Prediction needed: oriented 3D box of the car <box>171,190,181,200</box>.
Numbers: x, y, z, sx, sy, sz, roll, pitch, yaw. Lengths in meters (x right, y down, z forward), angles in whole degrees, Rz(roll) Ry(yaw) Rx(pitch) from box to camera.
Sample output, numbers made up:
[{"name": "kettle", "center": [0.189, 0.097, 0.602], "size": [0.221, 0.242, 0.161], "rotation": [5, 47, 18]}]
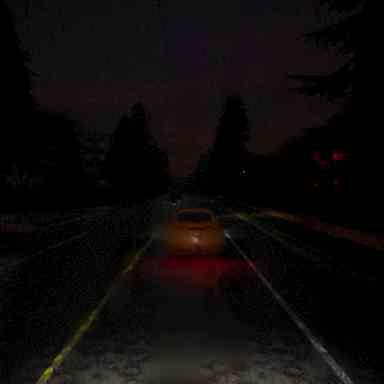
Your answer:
[{"name": "car", "center": [-3.452, 0.656, 69.219], "size": [2.150, 2.045, 5.566], "rotation": [0, 0, 0]}]

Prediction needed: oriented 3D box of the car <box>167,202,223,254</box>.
[{"name": "car", "center": [0.097, 1.370, 13.019], "size": [1.882, 1.535, 5.008], "rotation": [0, 0, 0]}]

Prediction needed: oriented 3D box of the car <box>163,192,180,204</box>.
[{"name": "car", "center": [-3.527, 1.109, 53.258], "size": [2.033, 1.411, 5.357], "rotation": [0, 0, 1]}]
